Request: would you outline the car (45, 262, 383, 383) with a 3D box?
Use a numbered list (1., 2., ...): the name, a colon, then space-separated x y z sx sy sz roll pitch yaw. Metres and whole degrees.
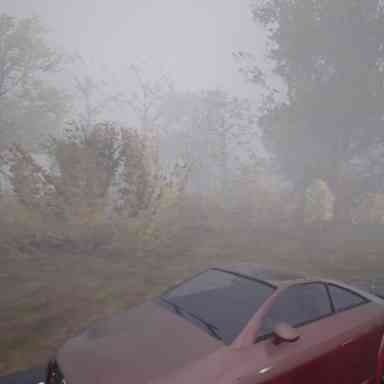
1. car: 0.624 1.580 3.755 4.181 1.385 1.994 1 0 -35
